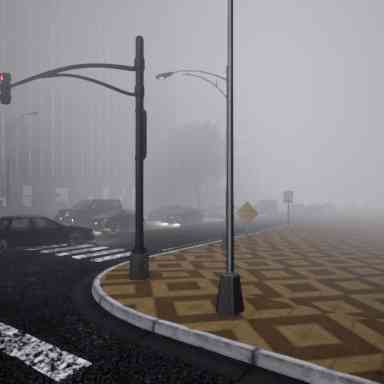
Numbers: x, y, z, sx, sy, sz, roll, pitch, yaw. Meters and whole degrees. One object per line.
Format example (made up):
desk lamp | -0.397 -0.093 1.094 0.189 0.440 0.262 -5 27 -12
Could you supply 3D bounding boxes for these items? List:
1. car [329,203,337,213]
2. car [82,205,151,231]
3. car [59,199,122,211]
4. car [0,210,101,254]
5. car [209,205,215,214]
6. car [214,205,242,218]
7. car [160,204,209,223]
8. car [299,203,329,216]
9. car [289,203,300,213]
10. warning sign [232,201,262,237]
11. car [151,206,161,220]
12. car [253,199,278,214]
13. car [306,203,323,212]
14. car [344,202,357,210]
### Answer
car | 21.782 2.537 53.016 1.837 1.490 4.892 0 -1 33
car | -5.157 1.883 23.243 1.994 1.385 4.181 0 -1 33
car | -7.607 1.547 25.440 2.150 2.045 5.566 0 -1 33
car | -6.998 1.717 14.327 5.357 1.411 2.033 1 -1 -43
car | 3.045 2.278 42.031 1.895 1.301 4.718 0 -1 32
car | 4.832 2.251 38.803 1.895 1.301 4.718 0 -1 33
car | -0.627 2.033 30.310 1.994 1.385 4.181 0 -1 32
car | 16.492 2.405 44.678 2.033 1.411 5.357 0 -1 33
car | 15.909 2.401 49.694 1.882 1.535 5.008 0 -1 33
warning sign | 3.088 1.454 18.560 1.300 1.860 1.060 1 1 33
car | -2.429 2.001 33.509 1.837 1.490 4.892 0 -1 33
car | 10.674 2.063 47.833 2.150 2.045 5.566 0 -1 33
car | 21.556 2.633 58.505 1.812 1.442 4.674 0 -1 33
car | 31.436 2.770 65.959 1.801 1.575 5.366 0 -1 33
